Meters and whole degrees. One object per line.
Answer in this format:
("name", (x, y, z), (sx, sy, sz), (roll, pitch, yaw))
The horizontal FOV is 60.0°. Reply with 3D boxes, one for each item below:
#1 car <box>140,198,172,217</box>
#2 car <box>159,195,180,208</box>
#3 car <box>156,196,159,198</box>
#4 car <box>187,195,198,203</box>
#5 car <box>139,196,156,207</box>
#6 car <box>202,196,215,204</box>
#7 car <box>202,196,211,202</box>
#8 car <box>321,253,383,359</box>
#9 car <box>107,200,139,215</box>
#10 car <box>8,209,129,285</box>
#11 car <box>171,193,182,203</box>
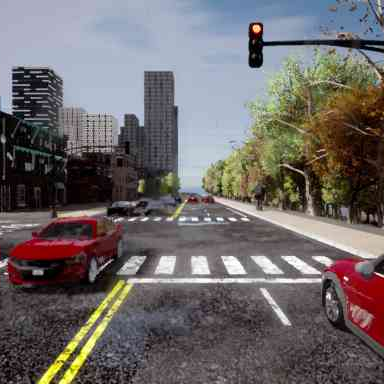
("car", (-3.337, 1.538, 31.835), (2.033, 1.411, 5.357), (0, 0, 0))
("car", (-3.325, 1.530, 49.243), (2.033, 1.411, 5.357), (0, 0, 0))
("car", (-6.532, 1.482, 62.947), (1.837, 1.490, 4.892), (0, 0, 0))
("car", (0.123, 1.327, 65.981), (2.097, 1.767, 4.553), (0, 0, 0))
("car", (-6.579, 1.547, 46.389), (1.994, 1.385, 4.181), (0, 0, 0))
("car", (3.373, 1.453, 65.312), (1.882, 1.535, 5.008), (0, 0, 0))
("car", (3.279, 1.522, 75.455), (1.994, 1.385, 4.181), (0, 0, 0))
("car", (3.350, 1.351, 4.140), (2.097, 1.767, 4.553), (0, 0, 0))
("car", (-6.588, 1.591, 31.226), (1.895, 1.301, 4.718), (0, 0, 0))
("car", (-3.347, 1.476, 9.726), (1.882, 1.535, 5.008), (0, 0, 0))
("car", (-3.245, 1.199, 67.002), (2.150, 2.045, 5.566), (0, 0, 0))
